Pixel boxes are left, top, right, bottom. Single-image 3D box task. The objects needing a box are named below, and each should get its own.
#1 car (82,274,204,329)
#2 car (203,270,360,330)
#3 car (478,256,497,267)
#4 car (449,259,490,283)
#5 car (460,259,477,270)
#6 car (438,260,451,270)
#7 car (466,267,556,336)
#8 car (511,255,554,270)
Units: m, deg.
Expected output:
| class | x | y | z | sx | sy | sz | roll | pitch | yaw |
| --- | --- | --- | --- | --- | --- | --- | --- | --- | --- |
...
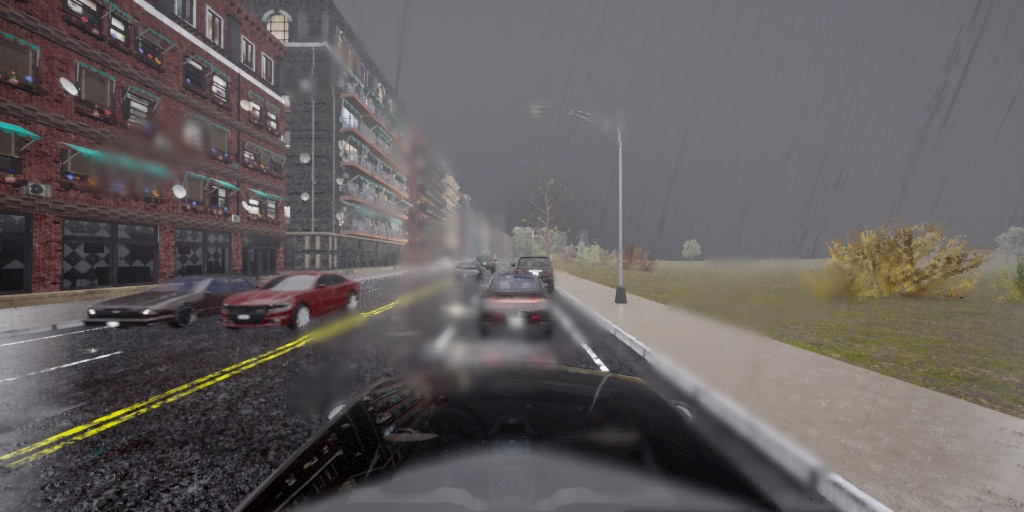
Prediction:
| class | x | y | z | sx | sy | sz | roll | pitch | yaw |
| --- | --- | --- | --- | --- | --- | --- | --- | --- | --- |
| car | -9.842 | 1.299 | 11.515 | 2.033 | 1.411 | 5.357 | 0 | 0 | 0 |
| car | -6.592 | 1.229 | 11.327 | 1.882 | 1.535 | 5.008 | 0 | 0 | 0 |
| car | -3.123 | 0.974 | 43.683 | 2.150 | 2.045 | 5.566 | 0 | 0 | 0 |
| car | -3.132 | 1.243 | 27.373 | 2.128 | 1.511 | 4.902 | 0 | 0 | 0 |
| car | -6.555 | 1.228 | 54.357 | 1.882 | 1.535 | 5.008 | 0 | 0 | 0 |
| car | -9.800 | 1.276 | 53.529 | 1.812 | 1.442 | 4.674 | 0 | 0 | 0 |
| car | 0.107 | 1.243 | 10.399 | 2.128 | 1.511 | 4.902 | 0 | 0 | 0 |
| car | 1.151 | 0.977 | 20.268 | 2.150 | 2.045 | 5.566 | 0 | 0 | 0 |
